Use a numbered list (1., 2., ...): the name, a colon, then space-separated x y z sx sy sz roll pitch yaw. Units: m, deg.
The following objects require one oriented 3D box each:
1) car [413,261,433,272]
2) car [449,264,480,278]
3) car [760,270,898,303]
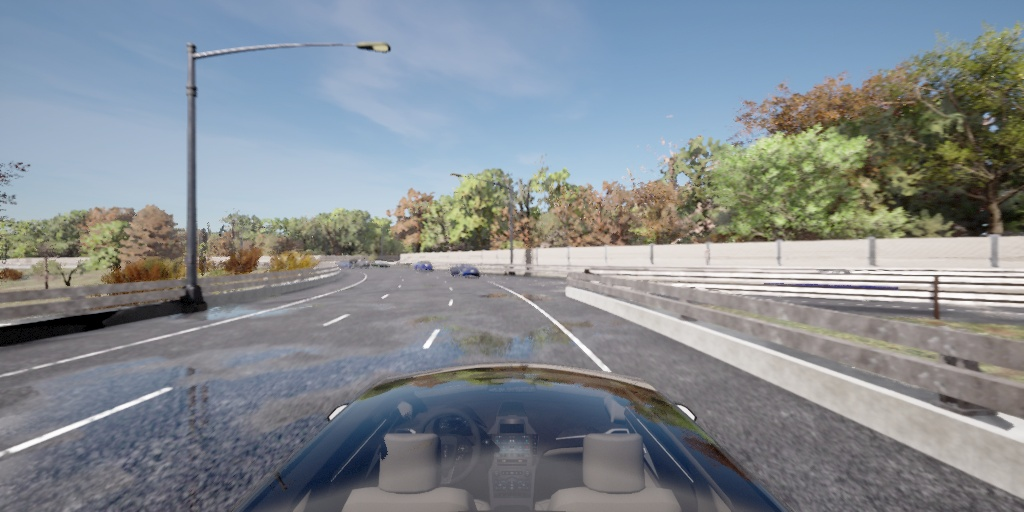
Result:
1. car: -13.962 1.497 56.009 2.097 1.767 4.553 0 0 -30
2. car: -5.087 1.523 37.979 1.994 1.385 4.181 0 0 -33
3. car: 14.390 1.300 16.705 4.718 1.301 1.895 -1 -1 38
